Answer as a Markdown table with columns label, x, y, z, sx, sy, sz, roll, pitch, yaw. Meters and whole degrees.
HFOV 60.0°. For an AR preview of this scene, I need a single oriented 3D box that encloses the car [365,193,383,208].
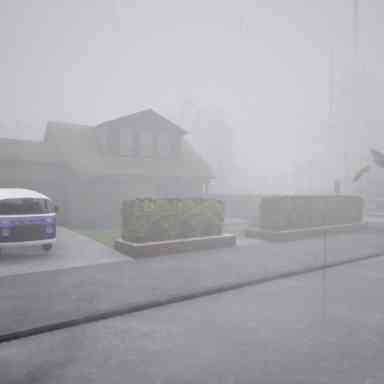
| label | x | y | z | sx | sy | sz | roll | pitch | yaw |
| --- | --- | --- | --- | --- | --- | --- | --- | --- | --- |
| car | 23.154 | 0.985 | 40.320 | 3.866 | 1.878 | 1.905 | 0 | 0 | 0 |
